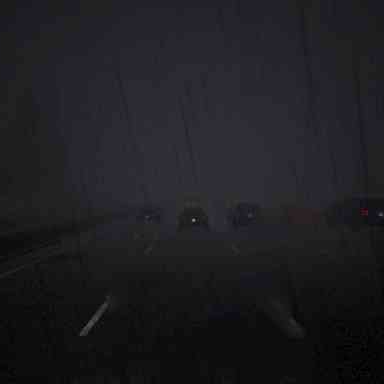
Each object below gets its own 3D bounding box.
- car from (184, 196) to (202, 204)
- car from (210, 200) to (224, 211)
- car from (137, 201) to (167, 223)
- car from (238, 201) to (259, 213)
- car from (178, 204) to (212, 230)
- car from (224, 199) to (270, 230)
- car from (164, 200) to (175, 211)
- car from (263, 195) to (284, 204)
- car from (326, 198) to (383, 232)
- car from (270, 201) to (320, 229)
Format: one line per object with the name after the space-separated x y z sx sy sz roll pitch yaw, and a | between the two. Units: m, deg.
0.096 1.523 43.940 2.150 2.045 5.566 0 0 0 | car
3.597 1.843 46.463 1.812 1.442 4.674 0 0 0 | car
-3.403 1.714 27.585 1.812 1.442 4.674 0 0 0 | car
7.098 1.889 42.138 1.895 1.301 4.718 0 0 0 | car
0.099 1.719 22.554 1.994 1.385 4.181 0 0 0 | car
3.598 1.506 22.642 2.097 1.767 4.553 0 0 0 | car
-3.404 1.843 46.436 1.812 1.442 4.674 0 0 0 | car
10.596 1.523 43.958 2.150 2.045 5.566 0 0 0 | car
10.598 1.369 21.329 2.150 2.045 5.566 0 0 0 | car
7.097 1.634 22.795 1.882 1.535 5.008 0 0 0 | car
